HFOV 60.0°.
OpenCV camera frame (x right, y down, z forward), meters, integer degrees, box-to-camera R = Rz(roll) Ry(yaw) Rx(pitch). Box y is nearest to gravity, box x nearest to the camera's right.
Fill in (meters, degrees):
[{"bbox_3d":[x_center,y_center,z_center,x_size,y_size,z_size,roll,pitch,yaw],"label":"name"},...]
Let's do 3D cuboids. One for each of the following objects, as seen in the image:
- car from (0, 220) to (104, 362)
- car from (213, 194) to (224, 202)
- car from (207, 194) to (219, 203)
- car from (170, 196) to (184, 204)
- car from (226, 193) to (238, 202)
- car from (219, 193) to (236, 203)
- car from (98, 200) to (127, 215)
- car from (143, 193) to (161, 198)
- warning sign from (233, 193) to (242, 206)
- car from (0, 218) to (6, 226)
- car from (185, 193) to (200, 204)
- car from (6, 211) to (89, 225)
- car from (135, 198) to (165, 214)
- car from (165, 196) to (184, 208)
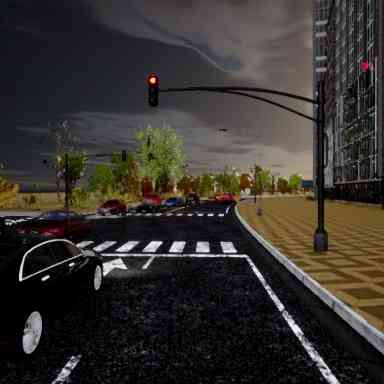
[{"bbox_3d":[-3.012,1.504,5.889,1.837,1.490,4.892,0,0,1],"label":"car"},{"bbox_3d":[6.470,1.372,80.528,2.097,1.767,4.553,0,0,14],"label":"car"},{"bbox_3d":[4.506,1.573,71.219,1.994,1.385,4.181,0,0,12],"label":"car"},{"bbox_3d":[-2.997,1.571,67.347,1.994,1.385,4.181,0,0,11],"label":"car"},{"bbox_3d":[9.777,1.245,80.389,2.150,2.045,5.566,0,0,14],"label":"car"},{"bbox_3d":[7.622,1.239,70.097,2.150,2.045,5.566,0,0,12],"label":"car"},{"bbox_3d":[-7.967,1.523,33.862,1.812,1.442,4.674,0,0,6],"label":"car"},{"bbox_3d":[-6.006,1.222,49.835,2.150,2.045,5.566,0,0,8],"label":"car"},{"bbox_3d":[6.548,1.122,48.212,1.300,1.860,1.060,0,0,8],"label":"warning sign"},{"bbox_3d":[-9.450,1.524,13.468,1.812,1.442,4.674,0,0,3],"label":"car"},{"bbox_3d":[0.215,1.232,66.889,2.150,2.045,5.566,0,0,11],"label":"car"},{"bbox_3d":[-6.114,1.562,15.110,1.994,1.385,4.181,0,0,3],"label":"car"},{"bbox_3d":[-4.560,1.600,35.235,1.895,1.301,4.718,0,0,6],"label":"car"},{"bbox_3d":[-2.824,1.527,49.066,1.812,1.442,4.674,0,0,8],"label":"car"}]
